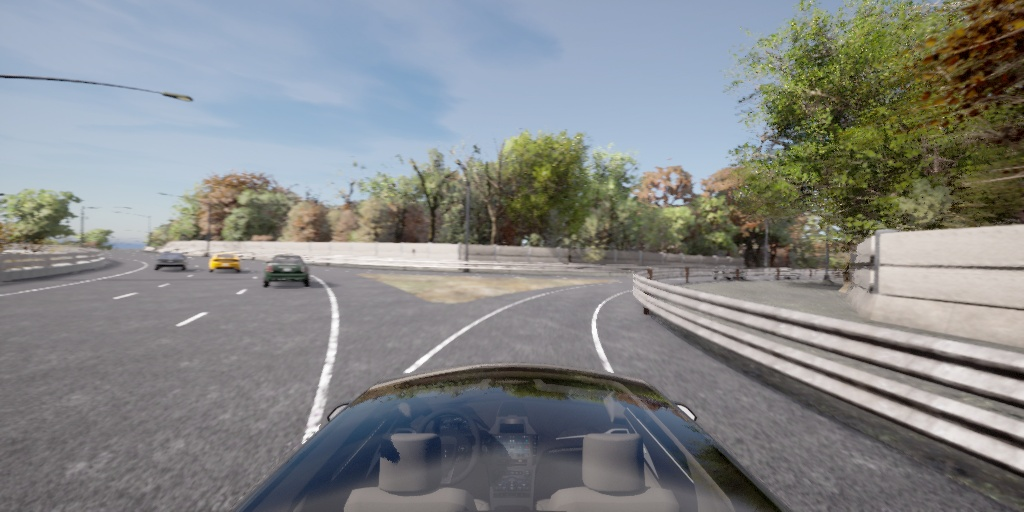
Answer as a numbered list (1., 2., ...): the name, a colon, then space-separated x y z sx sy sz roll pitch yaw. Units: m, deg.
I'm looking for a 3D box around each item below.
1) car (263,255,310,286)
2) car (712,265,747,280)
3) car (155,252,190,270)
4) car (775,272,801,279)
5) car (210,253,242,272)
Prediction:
1. car: -12.783 0.696 20.480 2.097 1.767 4.553 2 0 -31
2. car: 25.806 1.913 42.390 4.553 1.767 2.097 2 0 -32
3. car: -27.928 0.413 29.498 2.033 1.411 5.357 2 0 -41
4. car: 38.897 2.500 50.648 4.674 1.442 1.812 2 0 -32
5. car: -23.498 0.483 29.458 1.882 1.535 5.008 2 0 -39
